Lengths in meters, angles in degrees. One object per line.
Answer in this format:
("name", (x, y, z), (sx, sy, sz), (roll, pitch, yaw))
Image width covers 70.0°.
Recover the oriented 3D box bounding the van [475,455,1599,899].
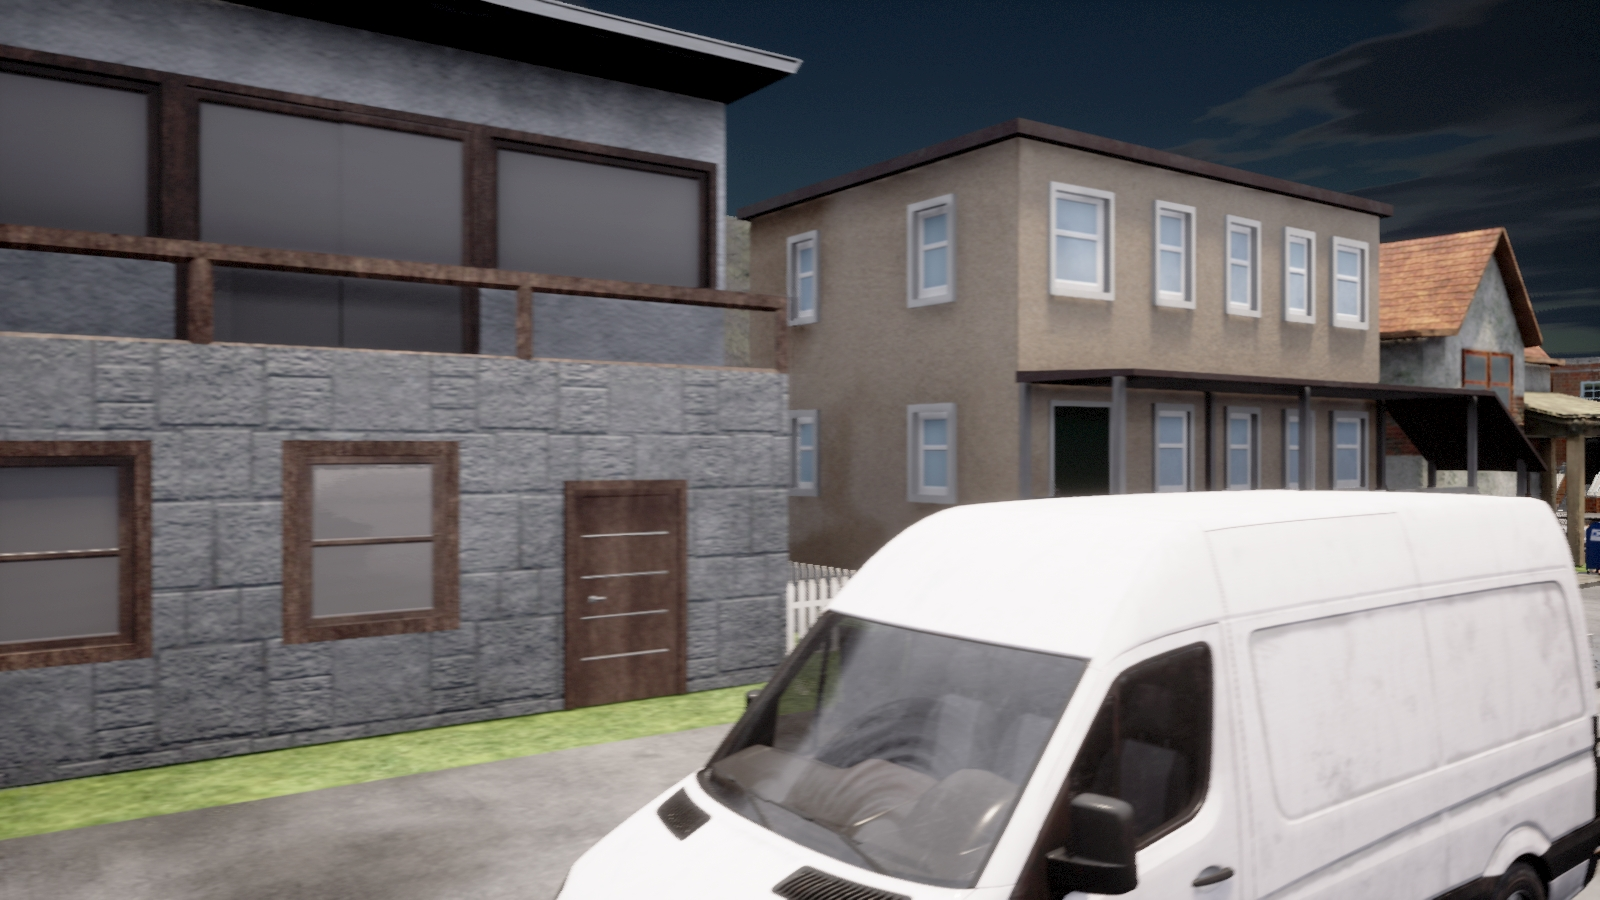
("van", (1.662, 1.314, 5.556), (5.915, 2.561, 1.988), (0, 0, -35))
